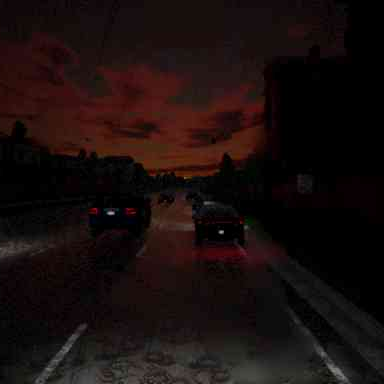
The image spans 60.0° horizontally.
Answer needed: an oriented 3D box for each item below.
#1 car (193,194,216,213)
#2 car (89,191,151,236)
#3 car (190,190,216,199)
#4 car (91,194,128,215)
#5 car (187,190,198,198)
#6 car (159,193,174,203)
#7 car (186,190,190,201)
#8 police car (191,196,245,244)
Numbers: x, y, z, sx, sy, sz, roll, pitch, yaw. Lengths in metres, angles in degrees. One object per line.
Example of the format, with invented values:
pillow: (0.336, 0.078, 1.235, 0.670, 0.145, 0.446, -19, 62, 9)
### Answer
car: (1.060, 0.961, 30.373, 1.882, 1.535, 5.008, 0, 1, 0)
car: (-3.395, 0.937, 16.617, 2.150, 2.045, 5.566, 0, 1, 0)
car: (1.057, 0.936, 24.342, 2.097, 1.767, 4.553, 0, 1, 0)
car: (-6.891, 0.996, 28.260, 1.882, 1.535, 5.008, 0, 1, 0)
car: (0.020, 0.347, 66.405, 2.128, 1.511, 4.902, 0, 1, 0)
car: (-3.386, 0.834, 45.101, 1.895, 1.301, 4.718, 0, 1, 0)
car: (0.030, 0.609, 52.618, 1.837, 1.490, 4.892, 0, 1, 0)
police car: (1.055, 1.177, 14.485, 1.930, 1.638, 5.238, 0, 1, 0)
